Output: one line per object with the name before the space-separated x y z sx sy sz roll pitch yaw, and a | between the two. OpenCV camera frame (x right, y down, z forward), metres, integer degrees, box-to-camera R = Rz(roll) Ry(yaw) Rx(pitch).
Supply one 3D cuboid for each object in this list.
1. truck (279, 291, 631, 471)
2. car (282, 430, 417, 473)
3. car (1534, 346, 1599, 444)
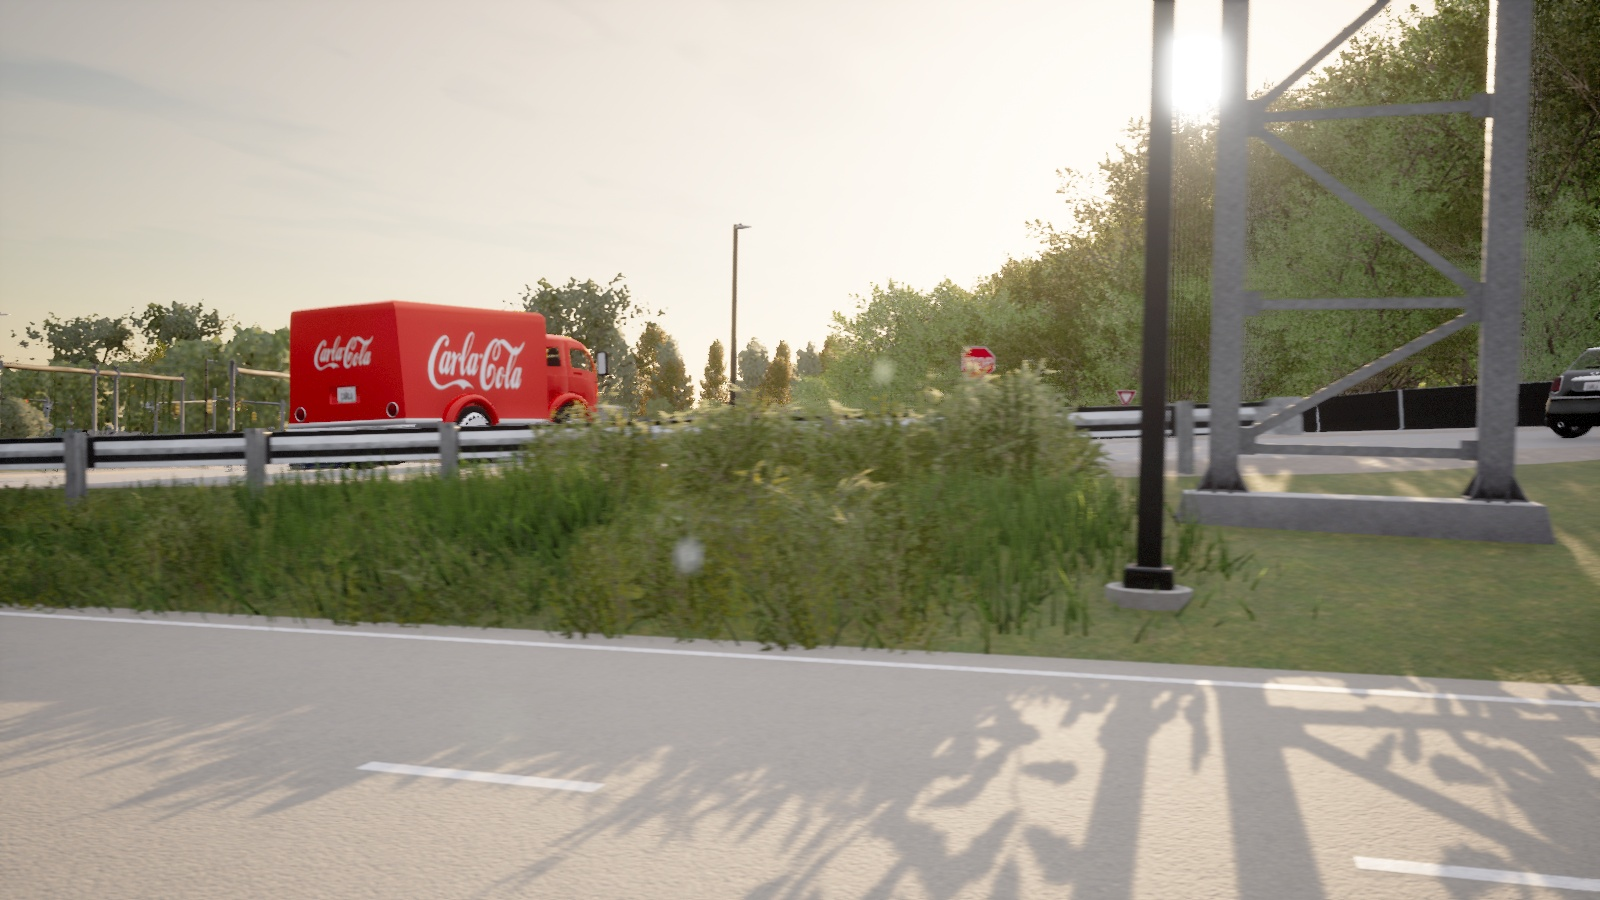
truck | -5.352 -1.011 20.395 2.627 2.467 5.204 -1 1 27
car | -17.143 0.057 47.788 4.674 1.442 1.812 -2 0 19
car | 13.917 -0.878 19.772 3.806 1.475 1.970 -1 2 -15
